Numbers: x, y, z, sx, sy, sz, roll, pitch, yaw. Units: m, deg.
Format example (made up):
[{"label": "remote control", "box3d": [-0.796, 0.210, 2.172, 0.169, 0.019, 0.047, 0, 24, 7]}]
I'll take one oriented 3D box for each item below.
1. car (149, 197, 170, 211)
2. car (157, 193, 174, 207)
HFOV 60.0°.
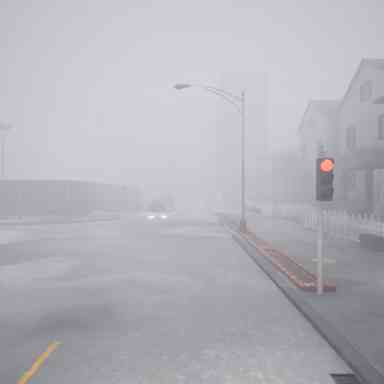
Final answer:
[{"label": "car", "box3d": [-4.083, 1.601, 40.949, 1.895, 1.301, 4.718, 0, 0, 0]}, {"label": "car", "box3d": [-4.057, 1.221, 51.590, 2.150, 2.045, 5.566, 0, 0, 1]}]
